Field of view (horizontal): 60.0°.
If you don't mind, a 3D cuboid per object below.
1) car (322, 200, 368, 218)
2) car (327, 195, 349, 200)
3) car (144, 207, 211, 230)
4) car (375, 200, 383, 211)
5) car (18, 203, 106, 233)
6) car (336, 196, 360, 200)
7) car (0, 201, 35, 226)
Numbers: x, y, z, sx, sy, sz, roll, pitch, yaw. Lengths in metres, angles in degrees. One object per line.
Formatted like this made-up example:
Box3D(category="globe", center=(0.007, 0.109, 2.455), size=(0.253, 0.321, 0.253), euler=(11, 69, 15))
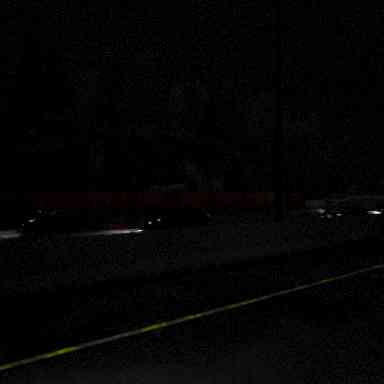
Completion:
Box3D(category="car", center=(12.171, 1.620, 26.308), size=(4.892, 1.490, 1.837), euler=(1, -1, -39))
Box3D(category="car", center=(21.399, 1.428, 48.768), size=(2.150, 2.045, 5.566), euler=(0, 0, 45))
Box3D(category="car", center=(-0.864, 1.633, 20.737), size=(4.181, 1.385, 1.994), euler=(0, 0, -37))
Box3D(category="car", center=(25.153, 1.739, 42.483), size=(5.357, 1.411, 2.033), euler=(0, 0, -44))
Box3D(category="car", center=(-7.599, 1.580, 20.108), size=(4.674, 1.442, 1.812), euler=(0, 0, -36))
Box3D(category="car", center=(21.029, 1.690, 43.432), size=(4.892, 1.490, 1.837), euler=(-1, 1, -44))
Box3D(category="car", center=(-12.047, 1.402, 21.231), size=(4.553, 1.767, 2.097), euler=(0, 0, -36))
